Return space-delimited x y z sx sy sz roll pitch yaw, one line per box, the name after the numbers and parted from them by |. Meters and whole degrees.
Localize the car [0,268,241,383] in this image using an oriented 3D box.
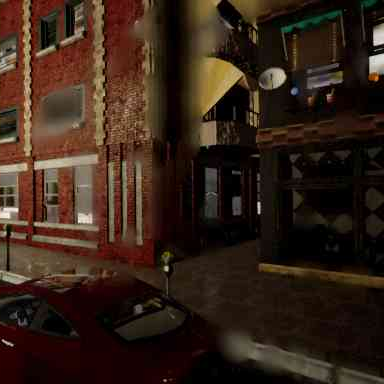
-1.472 1.583 3.899 4.206 1.307 1.802 0 -1 36 | car
